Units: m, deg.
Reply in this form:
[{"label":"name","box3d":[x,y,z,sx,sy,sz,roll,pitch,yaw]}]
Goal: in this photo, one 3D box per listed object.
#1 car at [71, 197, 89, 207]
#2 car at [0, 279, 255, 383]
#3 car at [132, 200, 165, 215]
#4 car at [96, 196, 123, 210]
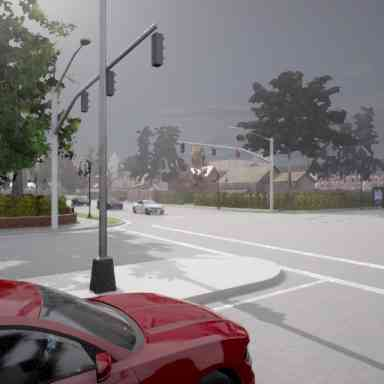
[{"label":"car","box3d":[-17.511,1.506,52.209,1.837,1.490,4.892,0,0,-36]},{"label":"car","box3d":[-1.680,1.478,2.570,5.008,1.535,1.882,0,0,-35]},{"label":"car","box3d":[-4.618,1.526,34.389,1.812,1.442,4.674,0,0,-35]},{"label":"car","box3d":[-10.537,1.352,42.572,2.097,1.767,4.553,0,0,-36]}]
